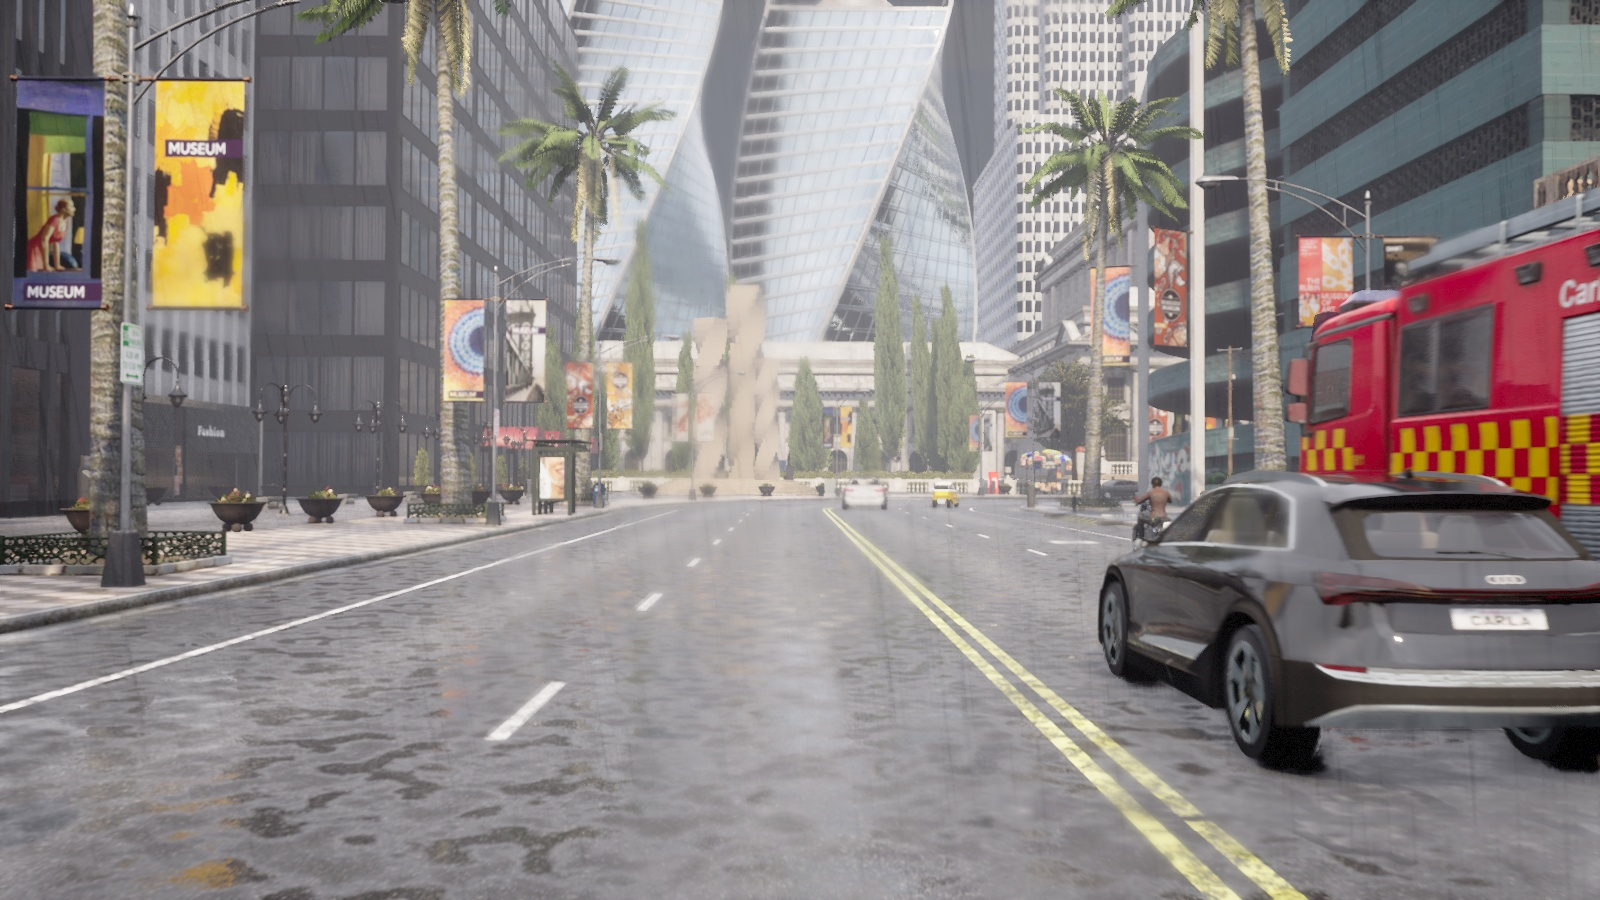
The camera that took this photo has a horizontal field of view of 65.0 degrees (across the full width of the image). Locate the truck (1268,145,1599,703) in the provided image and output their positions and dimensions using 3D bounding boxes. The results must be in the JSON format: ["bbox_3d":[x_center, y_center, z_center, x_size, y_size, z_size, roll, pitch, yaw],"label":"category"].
[{"bbox_3d":[6.921,-0.143,10.321,2.891,3.827,8.468,0,-1,0],"label":"truck"}]

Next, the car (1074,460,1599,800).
[{"bbox_3d":[3.439,0.928,8.570,2.033,1.649,4.856,0,-1,0],"label":"car"}]

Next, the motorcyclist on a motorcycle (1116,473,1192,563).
[{"bbox_3d":[6.808,1.279,24.265,0.766,1.649,2.350,0,-1,0],"label":"motorcyclist on a motorcycle"}]

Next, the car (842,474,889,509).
[{"bbox_3d":[3.290,2.026,62.548,2.242,1.667,4.611,0,-1,4],"label":"car"}]

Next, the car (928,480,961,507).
[{"bbox_3d":[7.761,2.323,67.325,1.481,1.376,2.207,-1,-1,14],"label":"car"}]
